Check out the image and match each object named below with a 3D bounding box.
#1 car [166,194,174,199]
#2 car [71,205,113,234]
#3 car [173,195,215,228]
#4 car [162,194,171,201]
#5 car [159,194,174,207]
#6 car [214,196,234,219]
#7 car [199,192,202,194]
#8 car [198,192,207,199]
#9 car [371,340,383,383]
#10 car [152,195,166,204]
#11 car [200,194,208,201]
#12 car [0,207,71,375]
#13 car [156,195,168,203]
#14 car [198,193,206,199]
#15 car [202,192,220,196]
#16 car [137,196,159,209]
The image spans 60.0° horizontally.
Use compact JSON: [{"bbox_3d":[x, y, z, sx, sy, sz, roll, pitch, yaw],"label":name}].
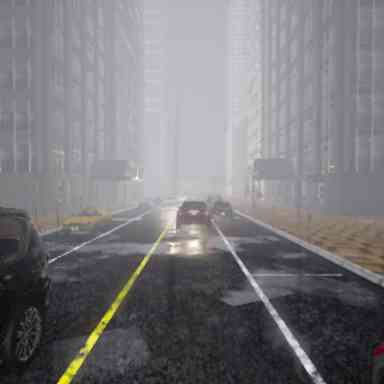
[{"bbox_3d":[-5.693,1.158,86.777,1.802,1.307,4.206,-1,0,0],"label":"car"},{"bbox_3d":[-5.685,1.449,18.517,1.752,1.417,4.829,-1,0,0],"label":"car"},{"bbox_3d":[0.102,1.263,21.392,2.097,1.767,4.553,0,0,0],"label":"car"},{"bbox_3d":[-5.695,1.169,75.258,1.752,1.417,4.829,-1,0,0],"label":"car"},{"bbox_3d":[-3.074,1.329,45.676,1.812,1.442,4.674,0,0,0],"label":"car"},{"bbox_3d":[2.357,1.388,27.758,1.837,1.490,4.892,0,0,0],"label":"car"},{"bbox_3d":[2.685,1.200,69.869,1.752,1.417,4.829,-1,0,0],"label":"car"},{"bbox_3d":[2.683,0.891,86.722,2.192,1.841,5.009,-1,0,0],"label":"car"},{"bbox_3d":[2.676,1.434,1.603,1.967,1.590,4.097,-1,0,0],"label":"car"},{"bbox_3d":[-5.696,1.304,58.406,1.947,1.339,4.313,-1,0,0],"label":"car"},{"bbox_3d":[2.686,1.167,75.543,1.752,1.417,4.829,-1,0,0],"label":"car"},{"bbox_3d":[-3.099,1.211,2.646,2.150,2.045,5.566,0,0,0],"label":"car"},{"bbox_3d":[-5.695,1.273,64.080,1.947,1.339,4.313,-1,0,0],"label":"car"},{"bbox_3d":[2.688,1.107,92.397,1.947,1.339,4.313,-1,0,0],"label":"car"},{"bbox_3d":[2.678,1.139,41.324,2.192,1.841,5.009,-1,0,0],"label":"car"},{"bbox_3d":[-5.698,1.375,41.383,2.008,1.369,4.403,-1,0,0],"label":"car"}]
